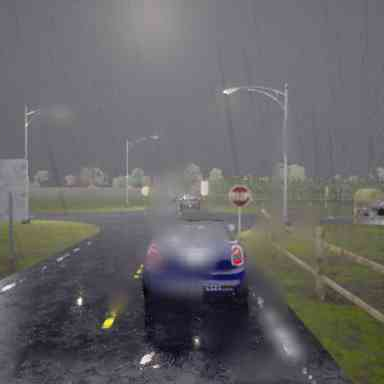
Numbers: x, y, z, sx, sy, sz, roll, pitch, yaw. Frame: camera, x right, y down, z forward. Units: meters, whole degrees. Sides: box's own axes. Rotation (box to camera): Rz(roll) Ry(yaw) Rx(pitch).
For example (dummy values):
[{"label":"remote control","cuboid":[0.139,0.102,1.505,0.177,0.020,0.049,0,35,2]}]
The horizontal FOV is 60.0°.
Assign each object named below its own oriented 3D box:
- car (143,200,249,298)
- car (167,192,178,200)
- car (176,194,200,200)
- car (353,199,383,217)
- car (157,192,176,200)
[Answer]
[{"label":"car","cuboid":[0.065,1.247,8.390,2.097,1.767,4.553,0,1,0]},{"label":"car","cuboid":[-3.835,0.704,65.591,2.033,1.411,5.357,0,1,-2]},{"label":"car","cuboid":[-0.202,1.065,33.664,2.128,1.511,4.902,0,1,-1]},{"label":"car","cuboid":[14.638,1.188,24.571,4.902,1.511,2.128,0,1,9]},{"label":"car","cuboid":[-3.316,0.967,42.512,1.837,1.490,4.892,0,1,-1]}]
